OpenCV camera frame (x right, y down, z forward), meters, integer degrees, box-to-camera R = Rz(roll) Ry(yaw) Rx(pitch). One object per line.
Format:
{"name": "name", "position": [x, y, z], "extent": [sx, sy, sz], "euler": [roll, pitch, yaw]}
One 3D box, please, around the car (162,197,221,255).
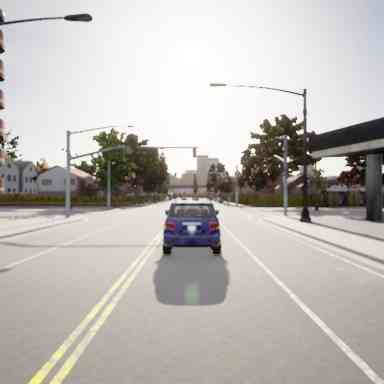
{"name": "car", "position": [-0.001, 1.347, 14.027], "extent": [2.150, 2.045, 5.566], "euler": [0, 0, 0]}

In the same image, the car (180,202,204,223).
{"name": "car", "position": [0.003, 1.752, 29.470], "extent": [1.882, 1.535, 5.008], "euler": [0, 0, 0]}
